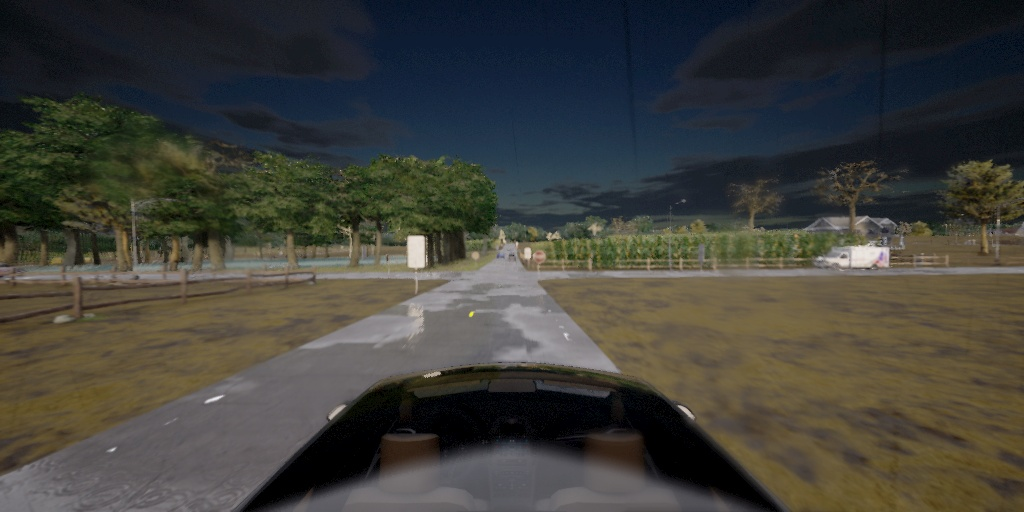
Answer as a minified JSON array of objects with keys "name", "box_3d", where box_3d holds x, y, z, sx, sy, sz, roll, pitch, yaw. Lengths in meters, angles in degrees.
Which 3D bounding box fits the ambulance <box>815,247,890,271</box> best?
[{"name":"ambulance","box_3d":[36.103,0.330,38.188,6.366,2.431,2.351,-1,2,0]}]

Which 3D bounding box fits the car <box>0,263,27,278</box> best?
[{"name":"car","box_3d":[-51.908,1.451,36.041,4.674,1.442,1.812,0,2,0]}]
